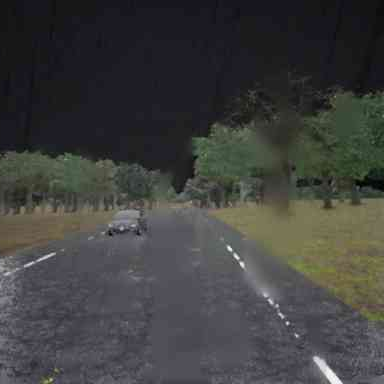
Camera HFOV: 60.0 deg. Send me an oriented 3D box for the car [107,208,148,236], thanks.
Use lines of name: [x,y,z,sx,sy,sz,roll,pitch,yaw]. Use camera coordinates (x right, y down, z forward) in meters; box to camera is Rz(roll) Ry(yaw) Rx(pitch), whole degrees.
car: [-3.808,1.777,20.264,1.837,1.490,4.892,0,-1,-1]
